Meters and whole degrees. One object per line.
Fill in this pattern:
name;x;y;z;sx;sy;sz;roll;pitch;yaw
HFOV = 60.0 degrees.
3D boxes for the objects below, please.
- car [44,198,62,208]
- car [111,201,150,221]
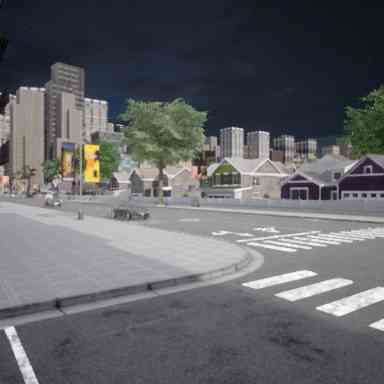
car;-21.494;1.642;51.273;2.128;1.511;4.902;0;0;-35
car;-5.326;1.564;28.419;1.837;1.490;4.892;0;0;-35
